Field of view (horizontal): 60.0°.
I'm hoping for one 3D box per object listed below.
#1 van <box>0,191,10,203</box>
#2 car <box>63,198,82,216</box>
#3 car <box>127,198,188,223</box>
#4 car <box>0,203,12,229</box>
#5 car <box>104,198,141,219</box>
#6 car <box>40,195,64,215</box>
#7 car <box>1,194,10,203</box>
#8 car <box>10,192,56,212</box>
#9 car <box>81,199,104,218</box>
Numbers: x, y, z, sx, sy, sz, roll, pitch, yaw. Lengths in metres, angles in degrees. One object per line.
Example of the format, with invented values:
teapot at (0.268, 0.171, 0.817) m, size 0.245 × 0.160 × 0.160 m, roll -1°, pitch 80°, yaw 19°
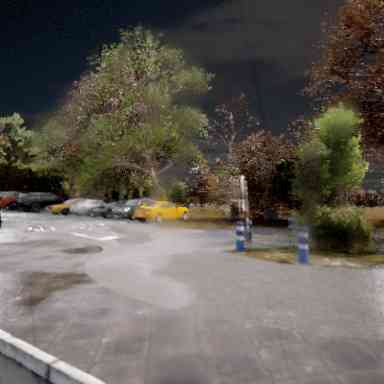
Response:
van at (-20.094, 0.957, 38.671) m, size 1.878 × 1.987 × 4.442 m, roll 1°, pitch 0°, yaw 36°
car at (-8.861, 1.403, 30.366) m, size 2.002 × 1.452 × 4.674 m, roll 1°, pitch 1°, yaw 36°
car at (-2.238, 1.470, 25.554) m, size 2.097 × 1.535 × 5.008 m, roll 1°, pitch 1°, yaw 36°
car at (-12.080, 1.473, 16.507) m, size 2.163 × 1.488 × 4.792 m, roll 1°, pitch 1°, yaw 36°
car at (-4.457, 1.309, 27.211) m, size 2.185 × 1.767 × 4.553 m, roll 1°, pitch 1°, yaw 36°
car at (-11.209, 1.324, 31.846) m, size 1.946 × 1.575 × 5.366 m, roll 1°, pitch 1°, yaw 36°
car at (-17.840, 1.247, 36.855) m, size 2.163 × 1.488 × 4.792 m, roll 1°, pitch 1°, yaw 36°
car at (-15.563, 1.003, 35.272) m, size 2.435 × 2.045 × 5.566 m, roll 1°, pitch 1°, yaw 36°
car at (-6.635, 1.429, 28.717) m, size 2.163 × 1.488 × 4.792 m, roll 1°, pitch 1°, yaw 36°
